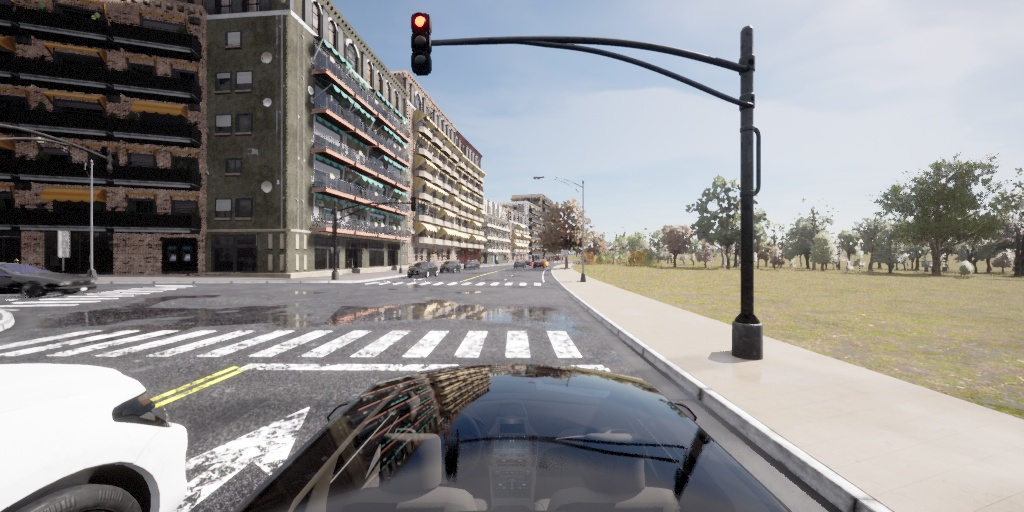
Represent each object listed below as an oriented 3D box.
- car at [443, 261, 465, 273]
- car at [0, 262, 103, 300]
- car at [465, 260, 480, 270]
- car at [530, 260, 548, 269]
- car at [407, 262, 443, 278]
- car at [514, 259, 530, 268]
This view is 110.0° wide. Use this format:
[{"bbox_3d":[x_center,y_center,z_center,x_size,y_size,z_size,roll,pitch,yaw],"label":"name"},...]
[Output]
[{"bbox_3d":[-7.584,1.350,44.622,1.837,1.490,4.892,0,0,6],"label":"car"},{"bbox_3d":[-20.926,0.974,14.570,5.357,1.411,2.033,1,0,-19],"label":"car"},{"bbox_3d":[-6.259,1.383,55.989,2.128,1.511,4.902,0,0,8],"label":"car"},{"bbox_3d":[4.878,1.414,63.853,1.882,1.535,5.008,0,0,9],"label":"car"},{"bbox_3d":[-8.497,1.313,34.524,1.837,1.490,4.892,0,0,5],"label":"car"},{"bbox_3d":[1.445,1.425,63.823,2.128,1.511,4.902,0,0,9],"label":"car"}]
